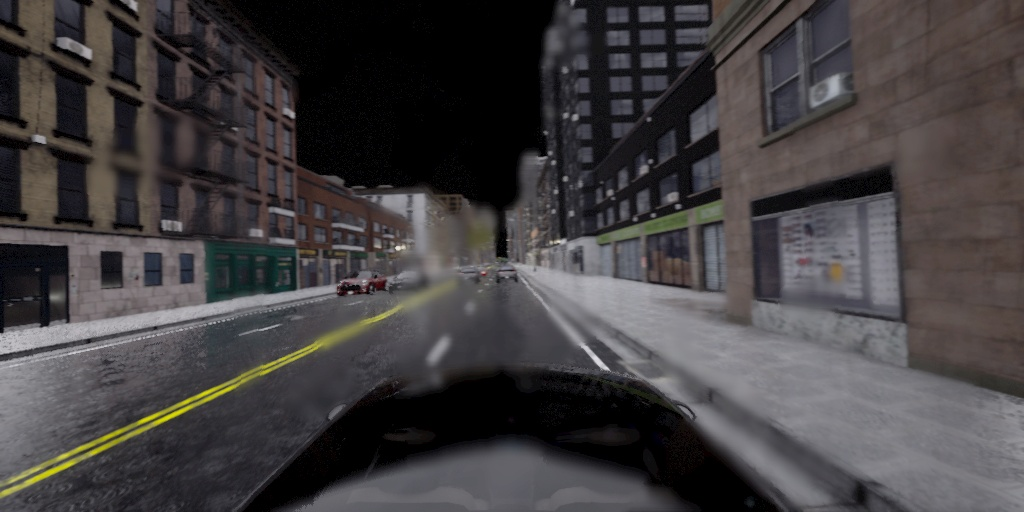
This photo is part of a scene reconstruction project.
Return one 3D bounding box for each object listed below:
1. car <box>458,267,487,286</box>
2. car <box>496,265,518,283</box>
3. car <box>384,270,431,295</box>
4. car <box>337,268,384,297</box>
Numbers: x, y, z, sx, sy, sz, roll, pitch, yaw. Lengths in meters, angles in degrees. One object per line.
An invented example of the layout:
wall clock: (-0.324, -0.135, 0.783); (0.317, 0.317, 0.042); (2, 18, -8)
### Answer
car: (-3.629, 1.714, 31.458); (2.128, 1.511, 4.902); (-2, -1, -1)
car: (-0.437, 1.602, 32.451); (2.128, 1.511, 4.902); (-2, -1, -1)
car: (-6.959, 1.758, 24.953); (1.882, 1.535, 5.008); (-2, -1, -1)
car: (-10.207, 1.755, 24.754); (2.097, 1.767, 4.553); (-2, -1, -1)
